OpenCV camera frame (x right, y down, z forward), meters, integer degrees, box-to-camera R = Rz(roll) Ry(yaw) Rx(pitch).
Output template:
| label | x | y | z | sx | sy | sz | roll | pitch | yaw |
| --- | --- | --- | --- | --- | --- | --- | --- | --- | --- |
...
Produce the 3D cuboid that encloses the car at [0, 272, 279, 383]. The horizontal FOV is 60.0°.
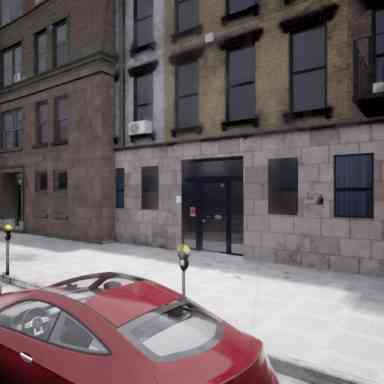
| label | x | y | z | sx | sy | sz | roll | pitch | yaw |
| --- | --- | --- | --- | --- | --- | --- | --- | --- | --- |
| car | -1.179 | 1.582 | 3.658 | 4.206 | 1.307 | 1.802 | 0 | 0 | 36 |
